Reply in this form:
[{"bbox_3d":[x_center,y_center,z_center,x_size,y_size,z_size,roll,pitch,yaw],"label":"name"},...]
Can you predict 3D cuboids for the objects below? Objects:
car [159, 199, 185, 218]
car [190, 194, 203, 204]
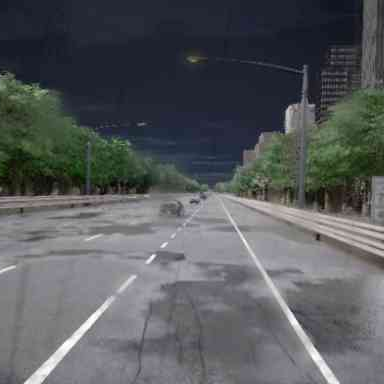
[{"bbox_3d":[-1.773,1.449,30.190,1.837,1.490,4.892,2,0,4],"label":"car"},{"bbox_3d":[0.672,1.637,65.765,1.895,1.301,4.718,2,0,4],"label":"car"}]
